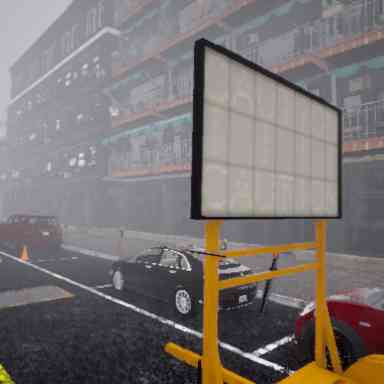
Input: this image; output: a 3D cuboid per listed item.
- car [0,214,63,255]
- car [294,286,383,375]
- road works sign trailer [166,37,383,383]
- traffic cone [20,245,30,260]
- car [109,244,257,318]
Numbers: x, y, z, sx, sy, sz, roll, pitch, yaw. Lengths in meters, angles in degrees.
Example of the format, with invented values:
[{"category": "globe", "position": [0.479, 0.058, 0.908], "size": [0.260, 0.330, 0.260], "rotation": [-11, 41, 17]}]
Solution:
[{"category": "car", "position": [-8.160, 1.987, 16.595], "size": [2.192, 1.841, 5.009], "rotation": [4, -4, -43]}, {"category": "car", "position": [3.417, 1.753, 4.272], "size": [1.967, 1.590, 4.097], "rotation": [4, -4, -43]}, {"category": "road works sign trailer", "position": [0.703, 0.664, 3.307], "size": [2.380, 3.560, 2.880], "rotation": [4, -4, -43]}, {"category": "traffic cone", "position": [-6.978, 2.518, 13.879], "size": [0.340, 0.580, 0.340], "rotation": [4, -4, -43]}, {"category": "car", "position": [-0.445, 1.984, 8.371], "size": [2.008, 1.369, 4.403], "rotation": [4, -4, -43]}]
